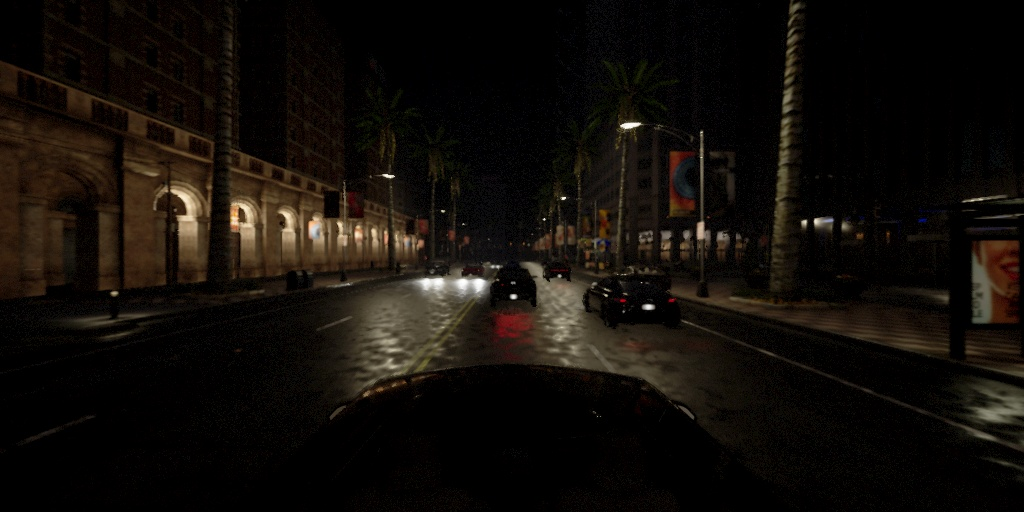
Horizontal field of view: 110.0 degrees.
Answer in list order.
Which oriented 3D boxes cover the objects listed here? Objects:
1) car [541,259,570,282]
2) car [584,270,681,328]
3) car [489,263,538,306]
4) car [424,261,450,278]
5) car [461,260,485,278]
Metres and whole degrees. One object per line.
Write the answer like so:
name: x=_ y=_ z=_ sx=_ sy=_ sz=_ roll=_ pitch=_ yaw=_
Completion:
car: x=3.552 y=1.234 z=29.144 sx=1.837 sy=1.490 sz=4.892 roll=0 pitch=0 yaw=0
car: x=3.572 y=1.304 z=11.376 sx=1.994 sy=1.385 sz=4.181 roll=0 pitch=0 yaw=0
car: x=0.064 y=1.246 z=15.657 sx=1.837 sy=1.490 sz=4.892 roll=0 pitch=0 yaw=0
car: x=-7.152 y=1.230 z=34.559 sx=2.128 sy=1.511 sz=4.902 roll=0 pitch=0 yaw=0
car: x=-3.655 y=1.335 z=33.835 sx=1.895 sy=1.301 sz=4.718 roll=0 pitch=0 yaw=0
